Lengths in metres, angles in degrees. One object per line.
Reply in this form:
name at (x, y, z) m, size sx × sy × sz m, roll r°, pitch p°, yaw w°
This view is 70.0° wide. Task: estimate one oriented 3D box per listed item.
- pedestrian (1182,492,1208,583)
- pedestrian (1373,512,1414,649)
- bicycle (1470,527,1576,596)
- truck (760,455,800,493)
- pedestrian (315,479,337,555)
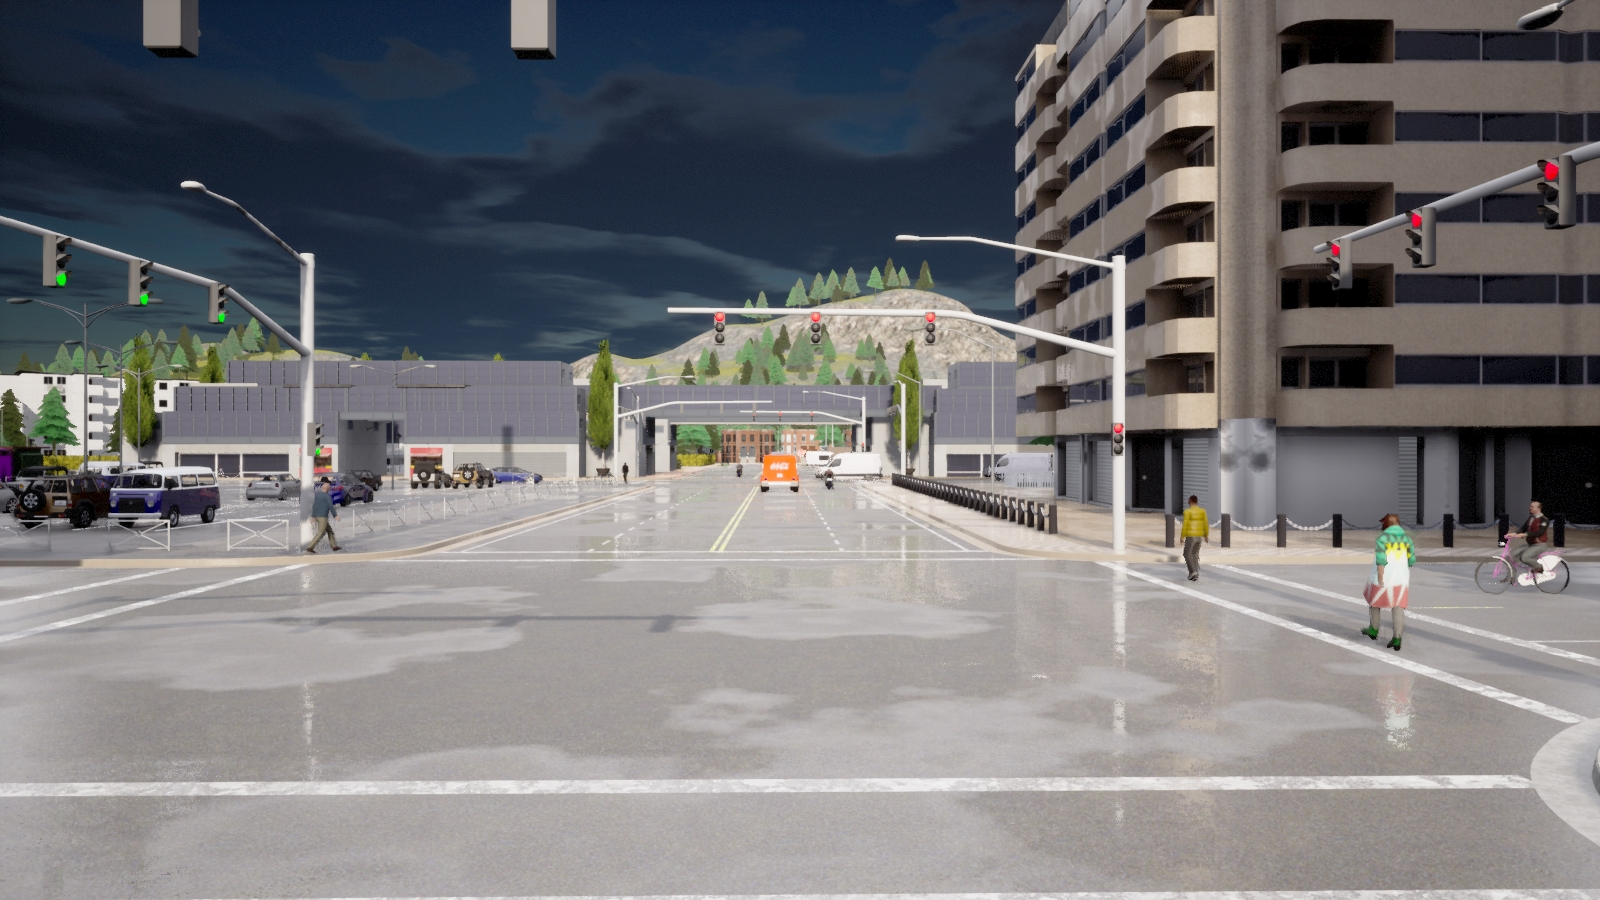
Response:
pedestrian at (8.213, 1.806, 23.764) m, size 0.375 × 1.860 × 0.375 m, roll 0°, pitch 0°, yaw -7°
pedestrian at (8.242, 1.804, 15.884) m, size 0.375 × 1.860 × 0.375 m, roll 0°, pitch 0°, yaw -1°
bicycle at (13.691, 2.105, 21.649) m, size 1.835 × 1.271 × 0.329 m, roll 0°, pitch 0°, yaw -2°
truck at (-1.366, 1.564, 77.071) m, size 2.627 × 2.467 × 5.204 m, roll 0°, pitch 0°, yaw -1°
pedestrian at (-11.877, 1.664, 28.611) m, size 0.375 × 1.860 × 0.375 m, roll 0°, pitch 0°, yaw 37°
